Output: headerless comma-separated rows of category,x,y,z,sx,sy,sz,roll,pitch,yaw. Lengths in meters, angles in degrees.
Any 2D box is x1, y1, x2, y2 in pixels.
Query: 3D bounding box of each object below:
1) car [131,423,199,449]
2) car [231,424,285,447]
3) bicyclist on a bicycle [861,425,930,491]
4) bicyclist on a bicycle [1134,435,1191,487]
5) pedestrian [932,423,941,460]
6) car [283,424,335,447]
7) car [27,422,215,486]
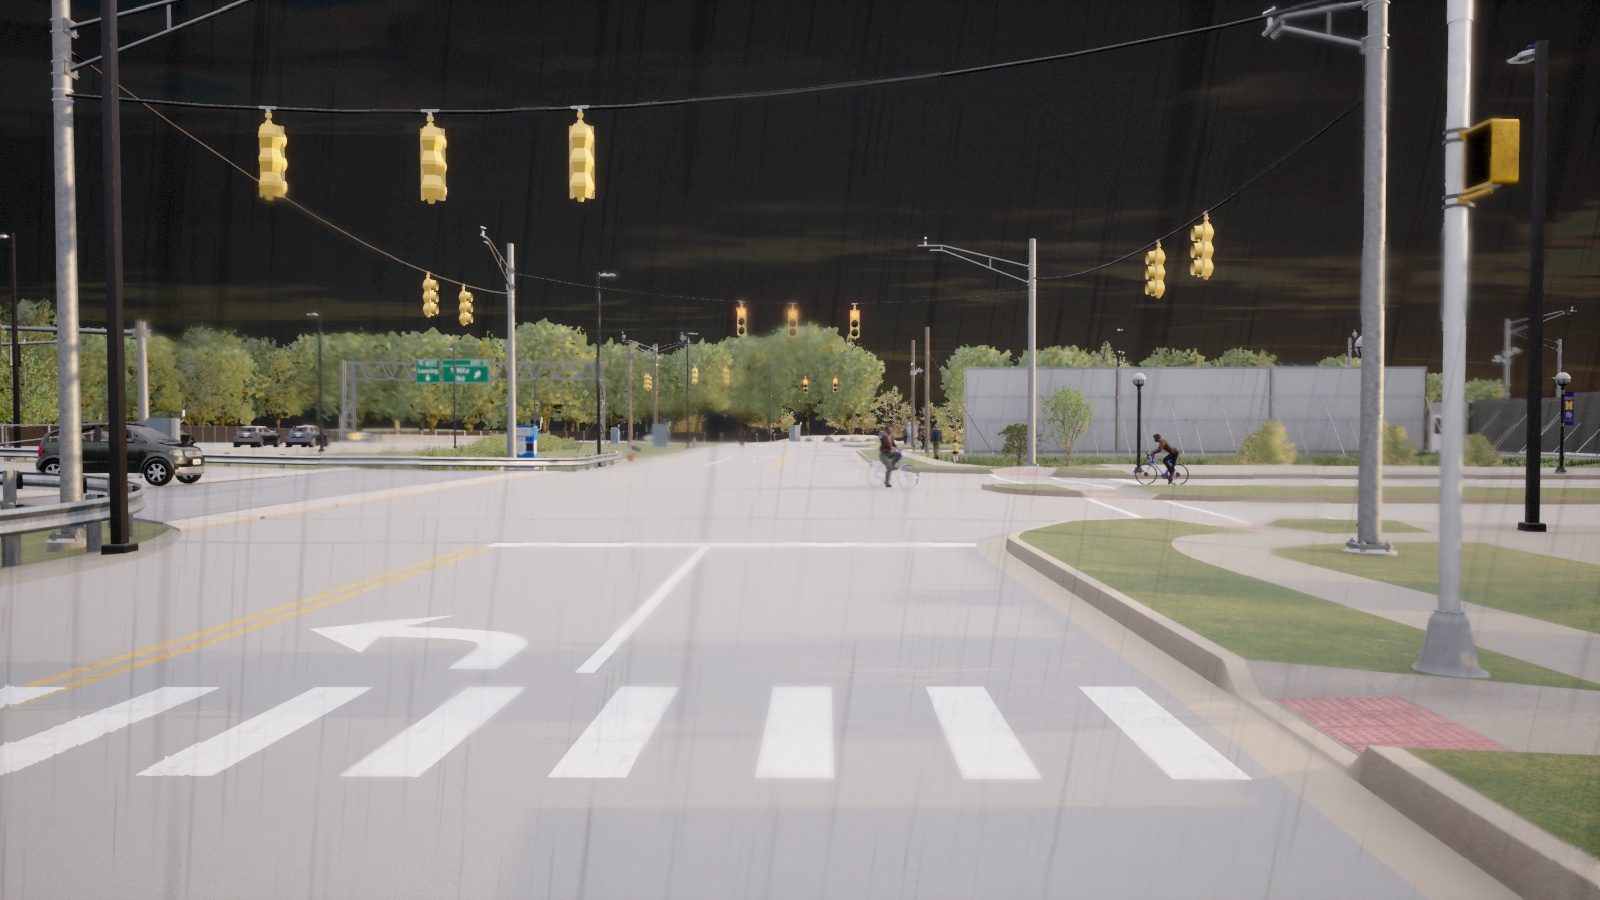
car,-37.102,-0.811,73.470,1.816,1.474,4.193,0,1,1
car,-36.901,-0.985,85.574,1.970,1.475,3.806,0,1,1
bicyclist on a bicycle,2.622,0.217,34.649,1.843,1.776,0.659,1,-1,45
bicyclist on a bicycle,11.428,0.330,39.639,1.656,1.620,0.582,1,1,11
pedestrian,6.902,-0.438,63.700,0.402,1.842,0.726,0,2,3
car,-33.401,-0.982,85.549,1.970,1.475,3.806,0,1,1
car,-16.831,0.080,31.250,3.705,1.549,1.789,0,1,1
